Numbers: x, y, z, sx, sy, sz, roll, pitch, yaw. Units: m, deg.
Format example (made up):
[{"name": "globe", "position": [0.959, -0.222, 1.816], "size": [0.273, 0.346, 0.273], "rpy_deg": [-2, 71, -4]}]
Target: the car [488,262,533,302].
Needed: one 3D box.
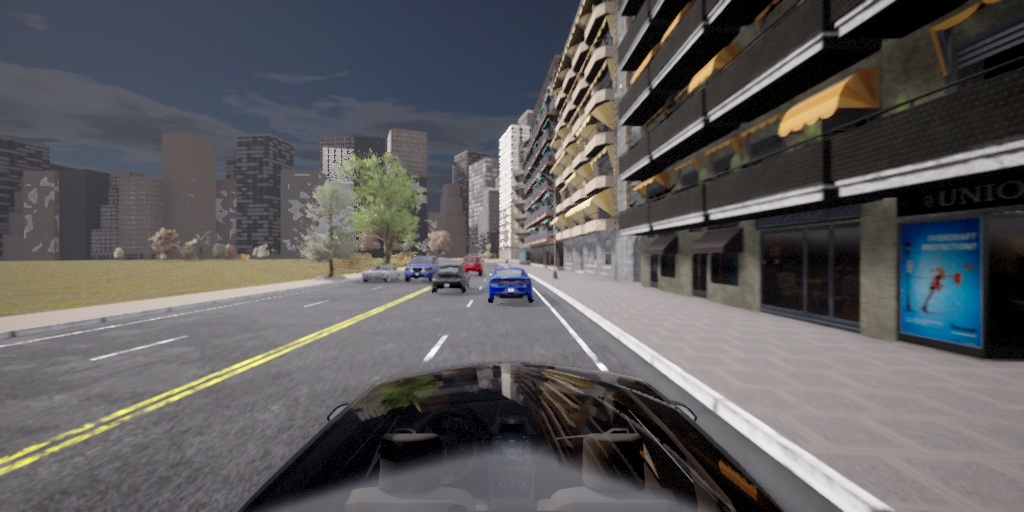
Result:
[{"name": "car", "position": [-0.096, 1.231, 17.021], "size": [1.882, 1.535, 5.008], "rpy_deg": [0, 0, -1]}]

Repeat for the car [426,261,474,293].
[{"name": "car", "position": [-3.464, 1.267, 21.007], "size": [1.837, 1.490, 4.892], "rpy_deg": [0, 0, -2]}]

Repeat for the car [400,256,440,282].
[{"name": "car", "position": [-7.083, 0.988, 29.080], "size": [2.150, 2.045, 5.566], "rpy_deg": [0, 0, -2]}]

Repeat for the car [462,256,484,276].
[{"name": "car", "position": [-4.200, 0.993, 38.382], "size": [2.150, 2.045, 5.566], "rpy_deg": [0, 0, -3]}]

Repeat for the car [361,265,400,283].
[{"name": "car", "position": [-10.323, 1.376, 28.662], "size": [1.895, 1.301, 4.718], "rpy_deg": [0, 0, -2]}]
